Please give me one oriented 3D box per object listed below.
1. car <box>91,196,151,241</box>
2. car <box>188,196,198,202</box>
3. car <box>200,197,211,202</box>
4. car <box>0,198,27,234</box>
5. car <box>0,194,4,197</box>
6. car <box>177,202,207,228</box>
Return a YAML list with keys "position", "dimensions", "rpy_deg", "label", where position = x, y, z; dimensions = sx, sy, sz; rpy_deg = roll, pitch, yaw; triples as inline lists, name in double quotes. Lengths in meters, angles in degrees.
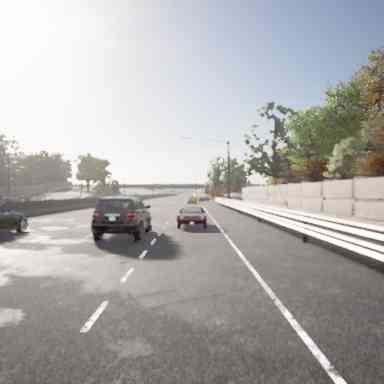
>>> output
- position: [-3.407, 1.231, 16.870]
  dimensions: [2.150, 2.045, 5.566]
  rpy_deg: [0, 0, 0]
  label: "car"
- position: [0.149, 1.611, 69.162]
  dimensions: [1.882, 1.535, 5.008]
  rpy_deg: [0, 0, 3]
  label: "car"
- position: [3.759, 1.963, 90.865]
  dimensions: [2.033, 1.411, 5.357]
  rpy_deg: [0, -1, 17]
  label: "car"
- position: [-10.406, 1.361, 17.072]
  dimensions: [2.097, 1.767, 4.553]
  rpy_deg: [0, 0, 0]
  label: "car"
- position: [-31.539, 1.303, 51.878]
  dimensions: [2.150, 2.045, 5.566]
  rpy_deg: [0, 0, 1]
  label: "car"
- position: [-0.007, 1.618, 22.557]
  dimensions: [1.895, 1.301, 4.718]
  rpy_deg: [0, 0, 0]
  label: "car"
